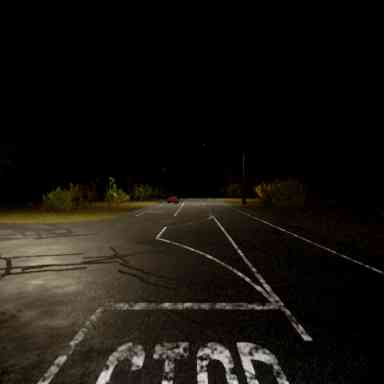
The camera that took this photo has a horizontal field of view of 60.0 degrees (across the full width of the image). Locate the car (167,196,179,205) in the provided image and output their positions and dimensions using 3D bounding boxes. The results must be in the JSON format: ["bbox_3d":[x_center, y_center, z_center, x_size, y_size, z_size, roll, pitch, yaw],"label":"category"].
[{"bbox_3d":[-3.306,1.390,58.082,1.882,1.535,5.008,0,0,0],"label":"car"}]
